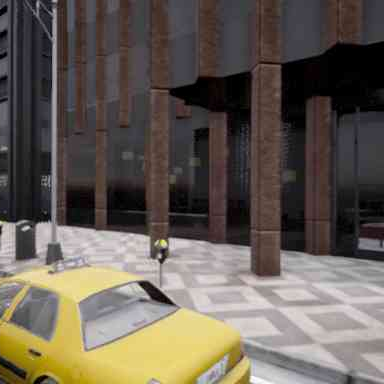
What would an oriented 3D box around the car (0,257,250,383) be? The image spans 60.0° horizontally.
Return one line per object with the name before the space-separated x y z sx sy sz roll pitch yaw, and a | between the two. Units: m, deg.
car | -1.703 1.503 4.180 4.829 1.417 1.752 0 0 36
